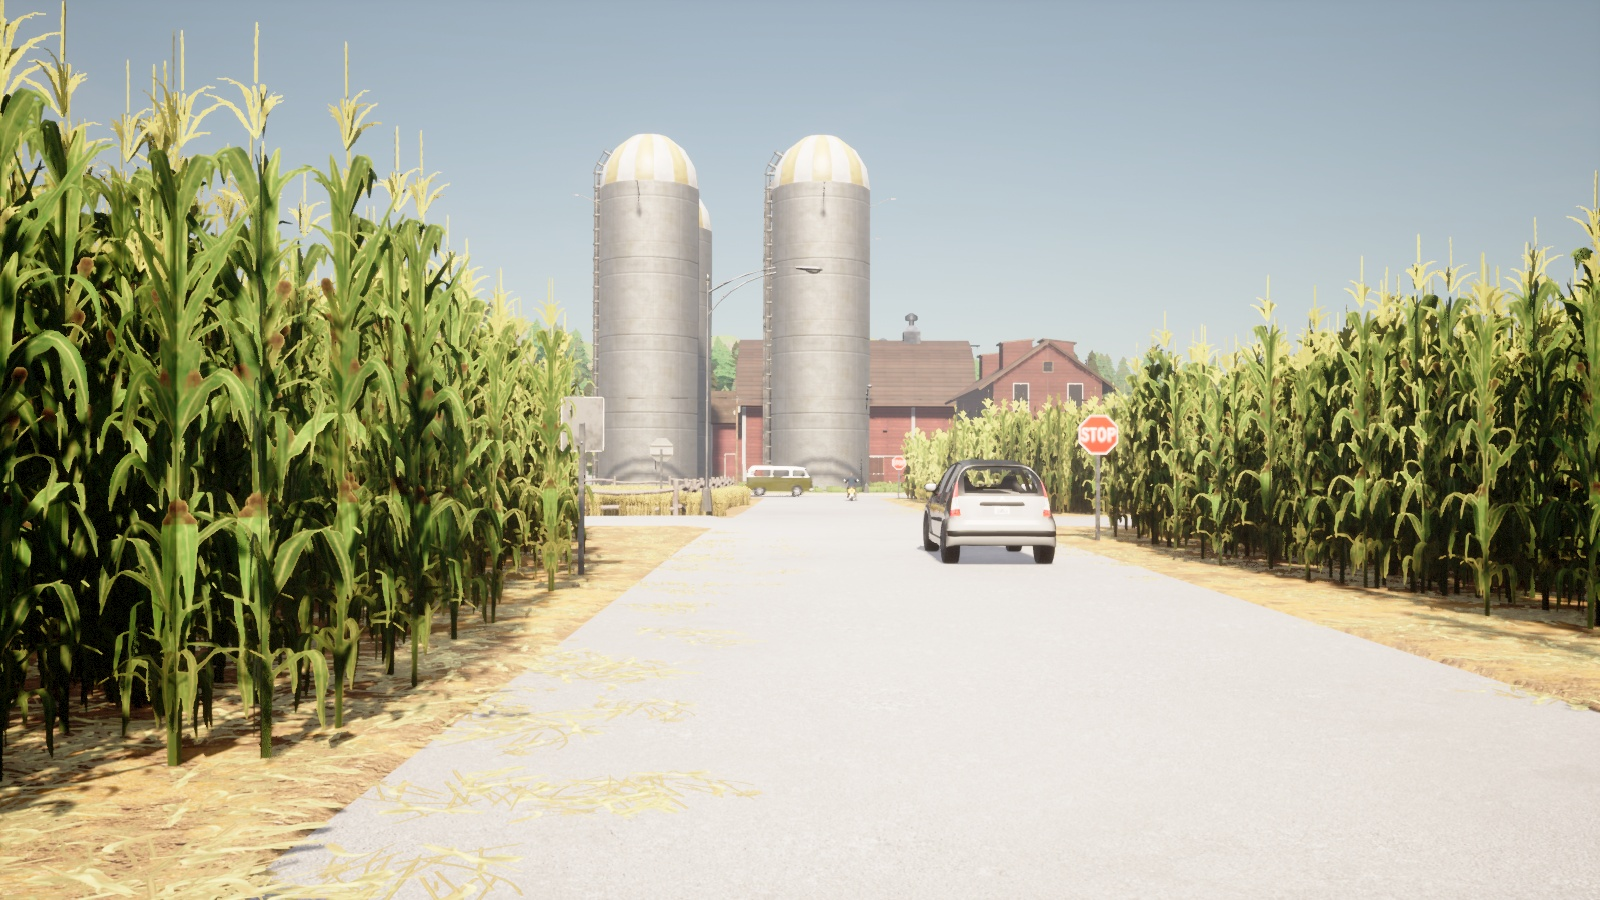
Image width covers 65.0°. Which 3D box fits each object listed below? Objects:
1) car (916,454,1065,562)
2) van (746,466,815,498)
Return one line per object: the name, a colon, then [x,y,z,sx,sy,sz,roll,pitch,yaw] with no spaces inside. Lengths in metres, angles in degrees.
car: [3.054,0.897,20.864,1.851,1.617,3.988,0,-1,0]
van: [-1.294,2.081,82.619,4.480,2.038,2.069,0,-1,0]
